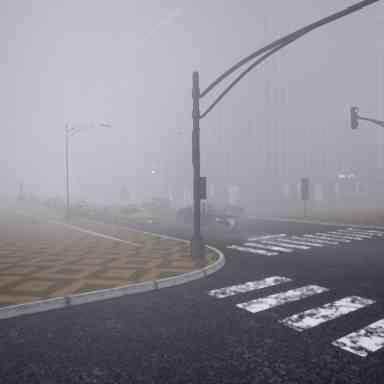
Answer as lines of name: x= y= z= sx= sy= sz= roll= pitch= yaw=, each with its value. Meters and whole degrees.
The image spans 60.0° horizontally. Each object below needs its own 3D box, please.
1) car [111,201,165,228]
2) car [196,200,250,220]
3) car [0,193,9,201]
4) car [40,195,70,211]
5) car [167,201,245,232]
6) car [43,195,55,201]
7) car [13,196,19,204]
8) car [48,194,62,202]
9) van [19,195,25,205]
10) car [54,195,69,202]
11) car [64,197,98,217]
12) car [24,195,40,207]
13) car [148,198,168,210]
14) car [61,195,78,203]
car: x=-4.019 y=1.551 z=22.819 sx=1.752 sy=1.417 sz=4.829 roll=-1 pitch=1 yaw=-36
car: x=2.496 y=1.455 z=27.700 sx=2.008 sy=1.369 sz=4.403 roll=-1 pitch=1 yaw=-36
car: x=-46.110 y=1.449 z=81.740 sx=1.887 sy=1.381 sz=4.507 roll=-1 pitch=1 yaw=-36
car: x=-16.967 y=1.429 z=41.096 sx=1.967 sy=1.590 sz=4.097 roll=-1 pitch=1 yaw=-36
car: x=0.836 y=1.490 z=20.670 sx=2.128 sy=1.511 sz=4.902 roll=-1 pitch=1 yaw=-36
car: x=-33.330 y=1.331 z=77.438 sx=1.752 sy=1.417 sz=4.829 roll=-1 pitch=1 yaw=-36
car: x=-33.157 y=1.493 z=63.676 sx=2.008 sy=1.369 sz=4.403 roll=-1 pitch=1 yaw=-36
car: x=-29.993 y=1.255 z=72.783 sx=1.967 sy=1.590 sz=4.097 roll=-1 pitch=1 yaw=-36
van: x=-26.683 y=1.302 z=54.643 sx=1.690 sy=1.788 sz=3.998 roll=-1 pitch=1 yaw=-36
car: x=-26.754 y=1.407 z=68.268 sx=1.802 sy=1.307 sz=4.206 roll=-1 pitch=1 yaw=-36
car: x=-10.439 y=1.533 z=31.893 sx=1.752 sy=1.417 sz=4.829 roll=-1 pitch=1 yaw=-36
car: x=-23.443 y=1.411 z=50.128 sx=1.967 sy=1.590 sz=4.097 roll=-1 pitch=1 yaw=-36
car: x=-4.040 y=1.328 z=36.691 sx=1.967 sy=1.590 sz=4.097 roll=-1 pitch=1 yaw=-36
car: x=-23.516 y=1.385 z=63.752 sx=2.008 sy=1.369 sz=4.403 roll=-1 pitch=1 yaw=-36
